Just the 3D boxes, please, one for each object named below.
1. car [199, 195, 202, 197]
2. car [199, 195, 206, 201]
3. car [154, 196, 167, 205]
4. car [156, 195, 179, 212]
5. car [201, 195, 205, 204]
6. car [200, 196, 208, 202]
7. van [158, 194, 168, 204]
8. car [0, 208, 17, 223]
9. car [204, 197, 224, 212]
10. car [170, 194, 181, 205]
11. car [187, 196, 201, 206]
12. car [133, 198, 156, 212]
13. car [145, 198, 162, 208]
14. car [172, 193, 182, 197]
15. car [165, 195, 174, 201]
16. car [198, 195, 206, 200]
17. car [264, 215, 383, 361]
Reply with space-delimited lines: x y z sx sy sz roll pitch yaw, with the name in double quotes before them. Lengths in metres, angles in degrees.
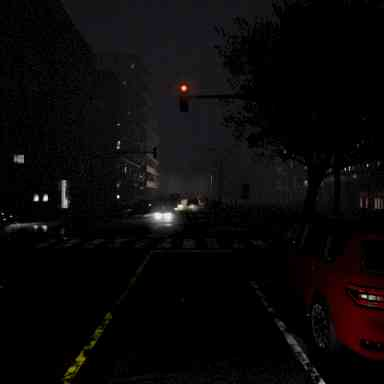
"car" 2.711 1.624 65.973 1.802 1.307 4.206 0 0 0
"car" 2.718 1.620 88.104 1.887 1.381 4.507 0 0 0
"car" -5.670 1.475 60.444 1.967 1.590 4.097 0 0 0
"car" -3.081 1.504 39.209 2.128 1.511 4.902 0 0 2
"car" 2.706 1.547 49.545 1.752 1.417 4.829 0 0 0
"car" 2.714 1.583 77.209 1.752 1.417 4.829 0 0 0
"van" -5.669 1.383 65.977 1.690 1.788 3.998 0 0 0
"car" -13.801 1.394 21.683 4.181 1.385 1.994 1 0 -3
"car" 2.703 1.556 38.310 1.887 1.381 4.507 0 0 0
"car" -3.071 1.500 49.430 1.882 1.535 5.008 0 0 0
"car" 0.117 1.631 56.919 1.895 1.301 4.718 0 0 0
"car" -5.677 1.562 38.312 2.008 1.369 4.403 0 0 0
"car" -5.674 1.573 49.378 2.008 1.369 4.403 0 0 0
"car" -3.048 1.256 60.143 2.150 2.045 5.566 0 0 0
"car" -5.664 1.506 82.574 1.967 1.590 4.097 0 0 0
"car" 2.719 1.636 93.637 2.008 1.369 4.403 0 0 0
"car" 2.695 1.315 5.922 2.192 1.841 5.009 0 0 0
